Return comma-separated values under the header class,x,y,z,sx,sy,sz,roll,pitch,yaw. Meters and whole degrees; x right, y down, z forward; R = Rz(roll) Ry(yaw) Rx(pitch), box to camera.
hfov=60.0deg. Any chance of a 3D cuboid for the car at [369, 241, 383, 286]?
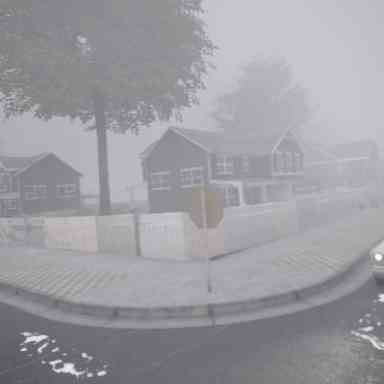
class,x,y,z,sx,sy,sz,roll,pitch,yaw
car,5.622,1.212,7.573,1.895,1.301,4.718,-4,0,43
